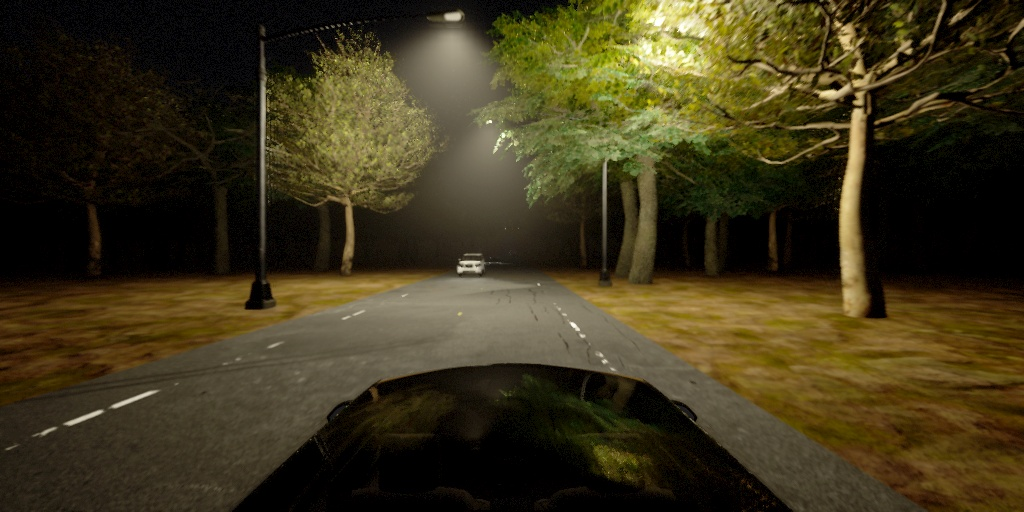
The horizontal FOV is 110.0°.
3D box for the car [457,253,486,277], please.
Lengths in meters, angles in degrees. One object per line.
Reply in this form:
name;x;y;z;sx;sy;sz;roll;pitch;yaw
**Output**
car;-3.600;0.773;32.772;2.150;2.045;5.566;0;0;0
